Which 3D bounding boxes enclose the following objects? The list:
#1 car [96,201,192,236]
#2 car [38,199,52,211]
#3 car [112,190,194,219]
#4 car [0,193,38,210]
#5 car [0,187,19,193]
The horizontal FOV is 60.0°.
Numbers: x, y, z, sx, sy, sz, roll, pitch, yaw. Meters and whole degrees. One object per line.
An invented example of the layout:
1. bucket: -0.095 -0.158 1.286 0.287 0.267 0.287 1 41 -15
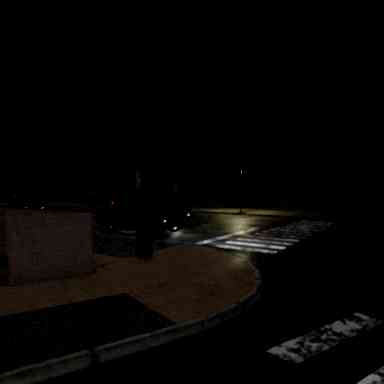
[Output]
1. car: -2.641 1.376 17.036 4.718 1.301 1.895 1 1 33
2. car: -13.654 1.083 27.683 4.181 1.385 1.994 1 1 31
3. car: -2.581 0.936 20.819 5.566 2.045 2.150 1 1 31
4. car: -13.765 1.067 23.958 4.902 1.511 2.128 1 1 31
5. car: -23.639 0.450 41.126 5.566 2.045 2.150 1 1 30
